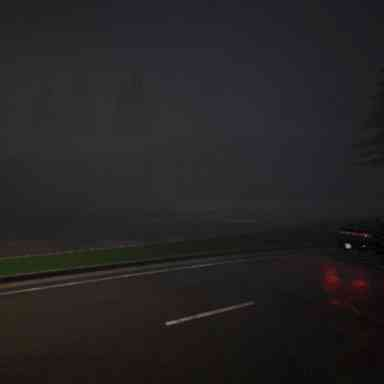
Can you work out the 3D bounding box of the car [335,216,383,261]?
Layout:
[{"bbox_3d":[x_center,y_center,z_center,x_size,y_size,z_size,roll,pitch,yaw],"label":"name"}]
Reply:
[{"bbox_3d":[7.516,1.626,12.088,4.902,1.511,2.128,0,0,-21],"label":"car"}]
